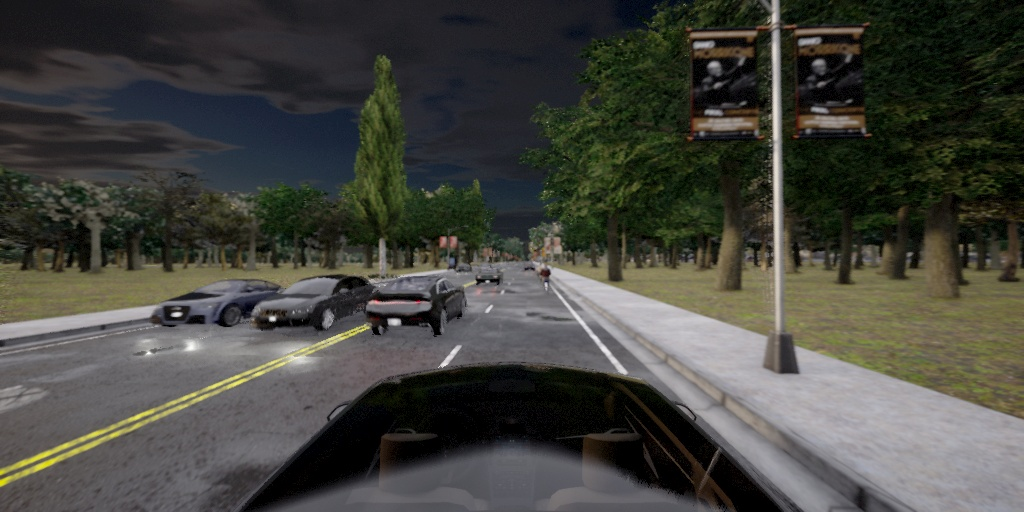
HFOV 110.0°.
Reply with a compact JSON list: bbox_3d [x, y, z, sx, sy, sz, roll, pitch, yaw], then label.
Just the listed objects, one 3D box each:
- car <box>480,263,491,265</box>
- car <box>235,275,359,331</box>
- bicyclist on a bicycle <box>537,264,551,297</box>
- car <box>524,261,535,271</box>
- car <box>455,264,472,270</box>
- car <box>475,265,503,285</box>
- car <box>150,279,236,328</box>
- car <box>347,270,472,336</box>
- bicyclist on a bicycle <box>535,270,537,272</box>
[{"bbox_3d":[-4.024,1.792,54.030,2.128,1.511,4.902,0,-1,3],"label":"car"},{"bbox_3d":[-6.036,1.387,11.634,1.837,1.490,4.892,0,-1,3],"label":"car"},{"bbox_3d":[1.841,1.291,19.563,0.659,1.776,1.843,0,0,3],"label":"bicyclist on a bicycle"},{"bbox_3d":[3.047,1.942,61.884,1.895,1.301,4.718,0,-1,2],"label":"car"},{"bbox_3d":[-7.267,1.882,54.228,1.994,1.385,4.181,0,-1,3],"label":"car"},{"bbox_3d":[-1.745,1.638,29.319,1.895,1.301,4.718,0,-1,3],"label":"car"},{"bbox_3d":[-9.271,1.467,12.000,1.994,1.385,4.181,0,-1,3],"label":"car"},{"bbox_3d":[-2.622,1.347,10.776,2.128,1.511,4.902,0,-1,3],"label":"car"},{"bbox_3d":[2.308,1.449,29.056,0.866,1.612,1.509,0,-1,2],"label":"bicyclist on a bicycle"}]
